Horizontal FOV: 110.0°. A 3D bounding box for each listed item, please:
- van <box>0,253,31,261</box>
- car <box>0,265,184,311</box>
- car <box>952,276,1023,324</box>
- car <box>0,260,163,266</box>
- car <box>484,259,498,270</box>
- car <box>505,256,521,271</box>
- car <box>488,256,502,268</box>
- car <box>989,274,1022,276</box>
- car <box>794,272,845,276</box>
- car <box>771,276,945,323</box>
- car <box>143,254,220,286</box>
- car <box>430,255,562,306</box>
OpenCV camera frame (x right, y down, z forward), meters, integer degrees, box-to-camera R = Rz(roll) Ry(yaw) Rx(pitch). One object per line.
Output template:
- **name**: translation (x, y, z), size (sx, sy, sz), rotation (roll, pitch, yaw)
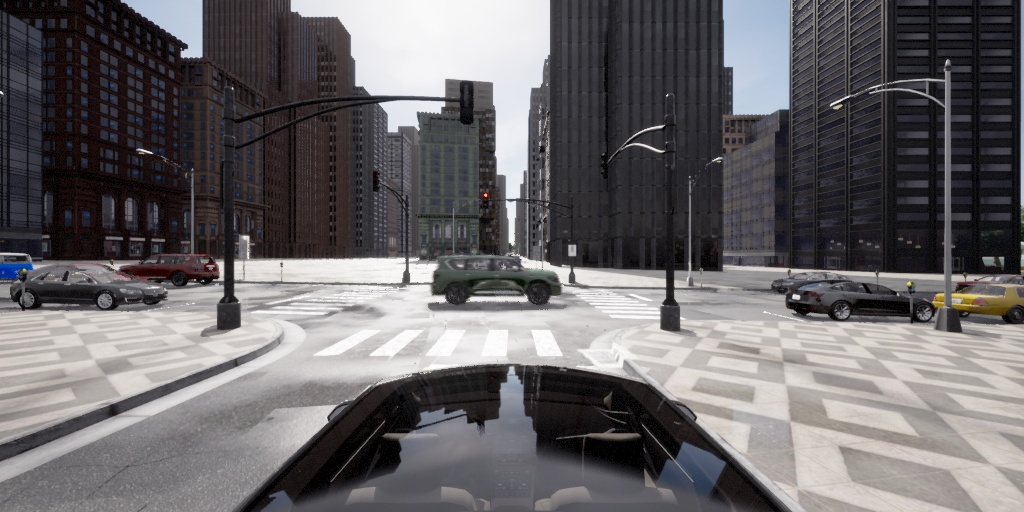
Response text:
- **van**: translation (-31.118, 0.680, 21.191), size (3.998, 1.789, 1.690), rotation (0, 0, 0)
- **car**: translation (-14.765, 1.116, 12.638), size (4.403, 1.370, 2.007), rotation (0, 0, 0)
- **car**: translation (17.955, 1.571, 12.680), size (4.829, 1.417, 1.751), rotation (0, 0, 0)
- **car**: translation (-18.311, 1.040, 15.401), size (4.674, 1.442, 1.812), rotation (1, 0, 0)
- **car**: translation (-3.017, 1.227, 52.486), size (1.882, 1.535, 5.008), rotation (0, 0, 0)
- **car**: translation (0.171, 0.970, 49.822), size (2.150, 2.045, 5.566), rotation (0, 0, 0)
- **car**: translation (-2.954, 0.973, 63.188), size (2.150, 2.045, 5.566), rotation (0, 0, 1)
- **car**: translation (29.094, 1.766, 21.187), size (4.507, 1.381, 1.888), rotation (0, 0, 0)
- **car**: translation (17.808, 1.591, 21.206), size (4.403, 1.370, 2.007), rotation (0, 0, 0)
- **car**: translation (12.143, 1.524, 12.690), size (4.313, 1.339, 1.948), rotation (0, 0, 0)
- **car**: translation (-20.199, 0.799, 21.173), size (5.009, 1.841, 2.192), rotation (0, 0, 0)
- **car**: translation (-0.687, 0.977, 15.370), size (5.566, 2.045, 2.150), rotation (0, 0, 0)
